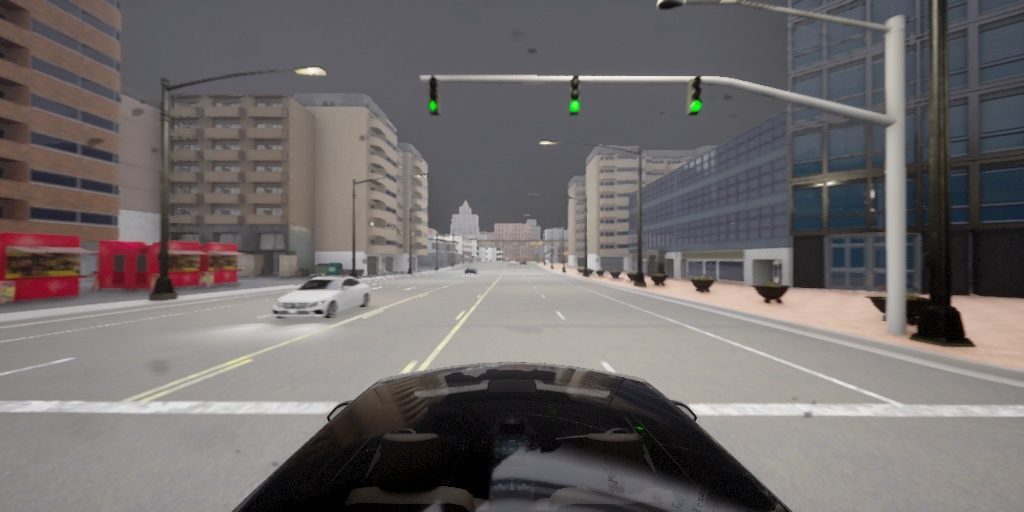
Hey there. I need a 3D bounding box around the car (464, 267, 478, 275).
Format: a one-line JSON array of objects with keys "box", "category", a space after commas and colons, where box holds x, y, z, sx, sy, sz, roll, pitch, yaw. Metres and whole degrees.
[{"box": [-6.967, 2.503, 60.992, 1.895, 1.301, 4.718, 0, -1, 0], "category": "car"}]

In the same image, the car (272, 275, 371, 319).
[{"box": [-6.961, 1.491, 13.711, 1.812, 1.442, 4.674, 0, 0, 0], "category": "car"}]
